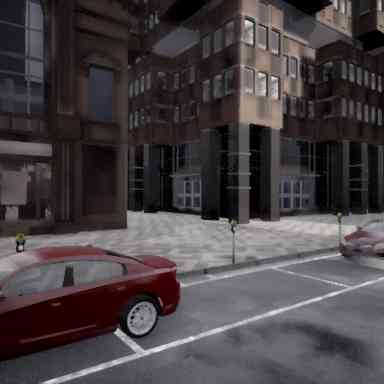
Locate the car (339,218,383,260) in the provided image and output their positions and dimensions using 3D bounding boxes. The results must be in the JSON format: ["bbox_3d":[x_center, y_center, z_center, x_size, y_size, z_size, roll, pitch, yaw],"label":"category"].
[{"bbox_3d":[6.823,1.582,11.512,4.206,1.307,1.802,0,0,-35],"label":"car"}]

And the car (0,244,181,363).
[{"bbox_3d":[-2.297,1.544,5.006,4.507,1.381,1.887,0,0,-35],"label":"car"}]
